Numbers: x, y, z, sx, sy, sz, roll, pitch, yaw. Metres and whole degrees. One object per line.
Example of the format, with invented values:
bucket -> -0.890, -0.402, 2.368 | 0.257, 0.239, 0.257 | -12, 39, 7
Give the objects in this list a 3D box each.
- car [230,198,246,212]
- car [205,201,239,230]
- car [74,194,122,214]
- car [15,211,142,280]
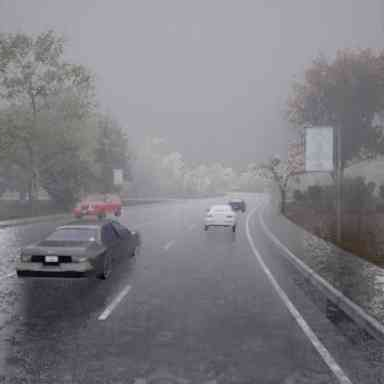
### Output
car -> 5.256, 1.486, 38.672 | 1.882, 1.535, 5.008 | 0, 0, 13
car -> 1.870, 1.531, 20.966 | 1.812, 1.442, 4.674 | 0, 0, 8
car -> -7.774, 1.175, 28.159 | 2.150, 2.045, 5.566 | 0, 0, 10
car -> -2.935, 1.537, 9.895 | 2.033, 1.411, 5.357 | 0, 0, 4
